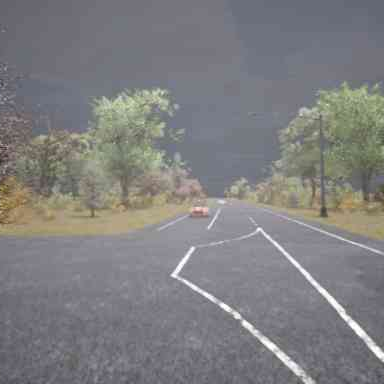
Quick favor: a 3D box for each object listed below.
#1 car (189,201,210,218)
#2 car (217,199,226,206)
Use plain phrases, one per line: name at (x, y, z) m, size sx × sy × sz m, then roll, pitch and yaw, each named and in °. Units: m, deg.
car at (0.857, 1.875, 36.967) m, size 2.097 × 1.767 × 4.553 m, roll -1°, pitch -1°, yaw 6°
car at (7.295, 2.571, 82.328) m, size 1.812 × 1.442 × 4.674 m, roll -2°, pitch -1°, yaw 12°
